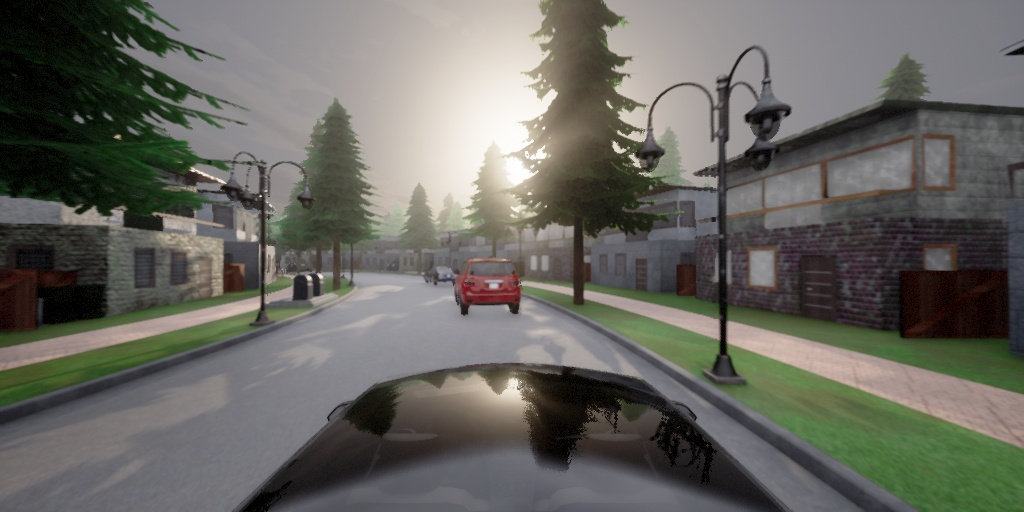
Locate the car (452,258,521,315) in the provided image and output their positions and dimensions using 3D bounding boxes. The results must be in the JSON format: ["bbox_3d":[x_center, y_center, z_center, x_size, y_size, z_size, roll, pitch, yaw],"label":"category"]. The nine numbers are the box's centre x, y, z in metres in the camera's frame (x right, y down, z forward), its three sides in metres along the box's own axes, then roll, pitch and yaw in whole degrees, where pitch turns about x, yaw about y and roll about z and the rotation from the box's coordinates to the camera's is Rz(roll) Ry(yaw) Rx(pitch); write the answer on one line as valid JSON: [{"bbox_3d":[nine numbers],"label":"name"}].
[{"bbox_3d":[-1.139,1.110,14.658,2.150,2.045,5.566,0,0,-12],"label":"car"}]

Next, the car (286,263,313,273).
[{"bbox_3d":[-31.655,1.792,53.357,4.892,1.490,1.837,0,-1,33],"label":"car"}]

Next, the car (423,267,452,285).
[{"bbox_3d":[-5.847,1.584,29.280,2.033,1.411,5.357,0,-1,-26],"label":"car"}]
